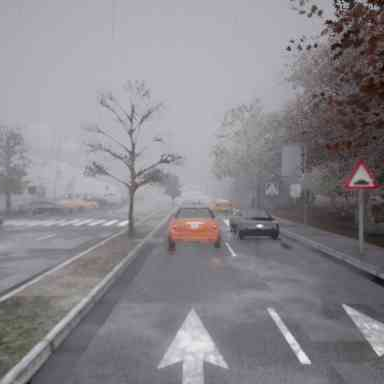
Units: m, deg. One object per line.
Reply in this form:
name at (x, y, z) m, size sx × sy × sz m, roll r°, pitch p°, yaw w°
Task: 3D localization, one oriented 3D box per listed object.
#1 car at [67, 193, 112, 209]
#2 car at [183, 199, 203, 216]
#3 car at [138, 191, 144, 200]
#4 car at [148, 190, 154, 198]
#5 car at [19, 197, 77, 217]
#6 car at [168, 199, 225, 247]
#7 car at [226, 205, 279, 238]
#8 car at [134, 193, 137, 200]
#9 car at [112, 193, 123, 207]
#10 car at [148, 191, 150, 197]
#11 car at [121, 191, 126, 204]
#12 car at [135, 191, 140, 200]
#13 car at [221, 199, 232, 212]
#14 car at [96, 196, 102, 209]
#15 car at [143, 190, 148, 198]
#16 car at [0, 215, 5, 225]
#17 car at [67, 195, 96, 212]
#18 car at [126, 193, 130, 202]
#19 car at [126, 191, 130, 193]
car at (-13.795, 1.223, 43.714) m, size 5.566 × 2.045 × 2.435 m, roll -1°, pitch 0°, yaw -20°
car at (0.114, 1.504, 33.351) m, size 1.837 × 1.490 × 4.892 m, roll 0°, pitch 0°, yaw 0°
car at (-13.760, 1.151, 73.736) m, size 4.792 × 1.488 × 2.163 m, roll -1°, pitch 1°, yaw -20°
car at (-13.798, 0.659, 88.703) m, size 5.566 × 2.045 × 2.435 m, roll -1°, pitch 1°, yaw -20°
car at (-13.804, 1.520, 31.698) m, size 4.792 × 1.488 × 2.163 m, roll -1°, pitch 0°, yaw -20°
car at (0.106, 1.338, 15.048) m, size 2.097 × 1.767 × 4.553 m, roll 0°, pitch 0°, yaw 0°
car at (3.107, 1.553, 17.247) m, size 1.994 × 1.385 × 4.181 m, roll 0°, pitch -1°, yaw 0°
car at (-13.798, 1.305, 64.720) m, size 4.674 × 1.452 × 2.002 m, roll -1°, pitch 1°, yaw -20°
car at (-13.639, 1.431, 49.769) m, size 5.366 × 1.575 × 1.946 m, roll -1°, pitch 0°, yaw -20°
car at (-13.950, 0.988, 82.656) m, size 5.366 × 1.575 × 1.946 m, roll -1°, pitch 1°, yaw -20°
car at (-13.837, 1.161, 52.694) m, size 5.566 × 2.045 × 2.435 m, roll -1°, pitch 1°, yaw -20°
car at (-13.785, 1.219, 67.719) m, size 5.008 × 1.535 × 2.097 m, roll -1°, pitch 1°, yaw -20°
car at (3.115, 1.477, 34.896) m, size 1.882 × 1.535 × 5.008 m, roll 0°, pitch 0°, yaw 0°
car at (-13.825, 1.521, 40.695) m, size 4.674 × 1.452 × 2.002 m, roll -1°, pitch 0°, yaw -20°
car at (-13.762, 0.824, 76.735) m, size 5.566 × 2.045 × 2.435 m, roll -1°, pitch 1°, yaw -20°
car at (-13.816, 1.522, 19.692) m, size 4.792 × 1.488 × 2.163 m, roll -1°, pitch 0°, yaw -20°
car at (-13.995, 1.487, 37.622) m, size 5.366 × 1.575 × 1.946 m, roll -1°, pitch 0°, yaw -20°
car at (-13.804, 1.391, 58.721) m, size 4.674 × 1.452 × 2.002 m, roll -1°, pitch 0°, yaw -20°
car at (-13.831, 1.183, 61.707) m, size 4.553 × 1.767 × 2.185 m, roll -1°, pitch 1°, yaw -20°
